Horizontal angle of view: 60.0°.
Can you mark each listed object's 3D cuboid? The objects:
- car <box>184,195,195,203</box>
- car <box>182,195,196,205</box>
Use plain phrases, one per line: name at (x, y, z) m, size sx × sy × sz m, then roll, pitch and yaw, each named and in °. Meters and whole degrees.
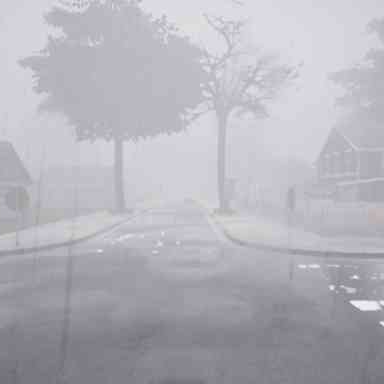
car at (-0.490, 1.288, 61.676) m, size 1.895 × 1.301 × 4.718 m, roll 0°, pitch 0°, yaw 0°
car at (-0.410, 1.264, 51.644) m, size 1.812 × 1.442 × 4.674 m, roll 0°, pitch 0°, yaw 0°
